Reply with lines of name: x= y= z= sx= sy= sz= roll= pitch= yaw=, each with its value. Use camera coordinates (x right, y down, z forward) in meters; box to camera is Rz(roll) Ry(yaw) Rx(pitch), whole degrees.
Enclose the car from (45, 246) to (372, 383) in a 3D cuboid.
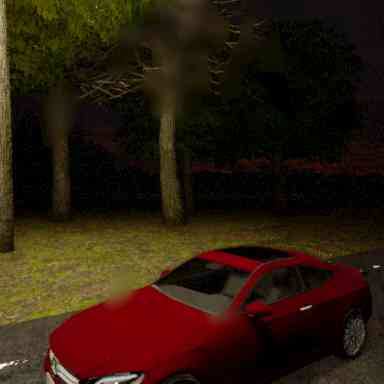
car: x=0.598 y=1.524 z=4.408 sx=4.674 sy=1.442 sz=1.812 roll=0 pitch=0 yaw=-36
